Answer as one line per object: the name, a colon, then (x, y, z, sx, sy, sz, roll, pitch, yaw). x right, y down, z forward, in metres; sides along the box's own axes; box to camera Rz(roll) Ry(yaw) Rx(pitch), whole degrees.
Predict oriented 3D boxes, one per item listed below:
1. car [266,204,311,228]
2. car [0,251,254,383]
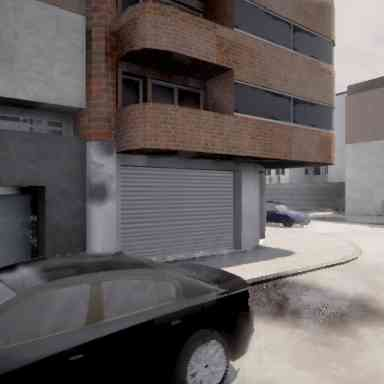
car: (5.682, 1.525, 22.476, 1.812, 1.442, 4.674, 0, 0, -38)
car: (-1.545, 1.477, 3.524, 5.008, 1.535, 1.882, 0, 0, -36)
